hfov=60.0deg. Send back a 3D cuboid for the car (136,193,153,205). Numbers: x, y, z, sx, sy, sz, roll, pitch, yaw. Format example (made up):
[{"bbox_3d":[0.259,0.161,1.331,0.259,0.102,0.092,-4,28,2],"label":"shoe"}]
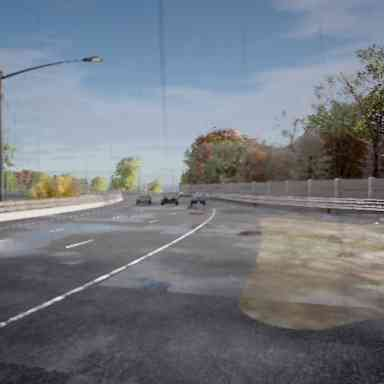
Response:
[{"bbox_3d":[-6.209,0.923,43.823,2.128,1.511,4.902,0,1,-2],"label":"car"}]

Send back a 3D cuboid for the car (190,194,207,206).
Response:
[{"bbox_3d":[0.794,0.975,42.459,1.837,1.490,4.892,0,1,0],"label":"car"}]

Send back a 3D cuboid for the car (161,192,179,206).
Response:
[{"bbox_3d":[-2.720,0.809,42.705,2.097,1.767,4.553,0,1,0],"label":"car"}]
